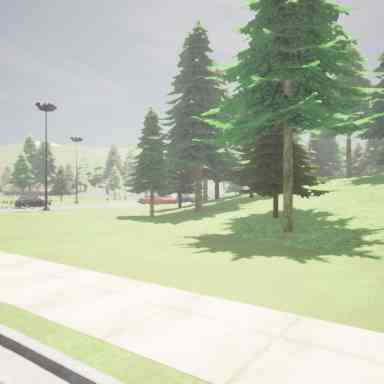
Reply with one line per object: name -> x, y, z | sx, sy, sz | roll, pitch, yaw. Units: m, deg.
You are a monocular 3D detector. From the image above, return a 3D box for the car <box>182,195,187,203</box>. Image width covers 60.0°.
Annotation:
car -> -1.579, 1.345, 69.418 | 2.097, 1.767, 4.553 | 0, 0, 36

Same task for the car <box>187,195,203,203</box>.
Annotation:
car -> 1.508, 1.558, 67.708 | 1.994, 1.385, 4.181 | 0, 0, 36

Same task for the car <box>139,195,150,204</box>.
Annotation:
car -> -7.229, 1.345, 61.621 | 2.097, 1.767, 4.553 | 0, 0, 37

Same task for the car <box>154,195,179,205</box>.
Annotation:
car -> -4.528, 1.346, 59.385 | 2.097, 1.767, 4.553 | 0, 0, 37

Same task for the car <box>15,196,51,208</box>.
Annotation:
car -> -22.305, 1.344, 46.920 | 2.097, 1.767, 4.553 | 0, 0, 36

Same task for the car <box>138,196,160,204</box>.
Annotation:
car -> -8.538, 1.557, 65.761 | 1.994, 1.385, 4.181 | 0, 0, 37
